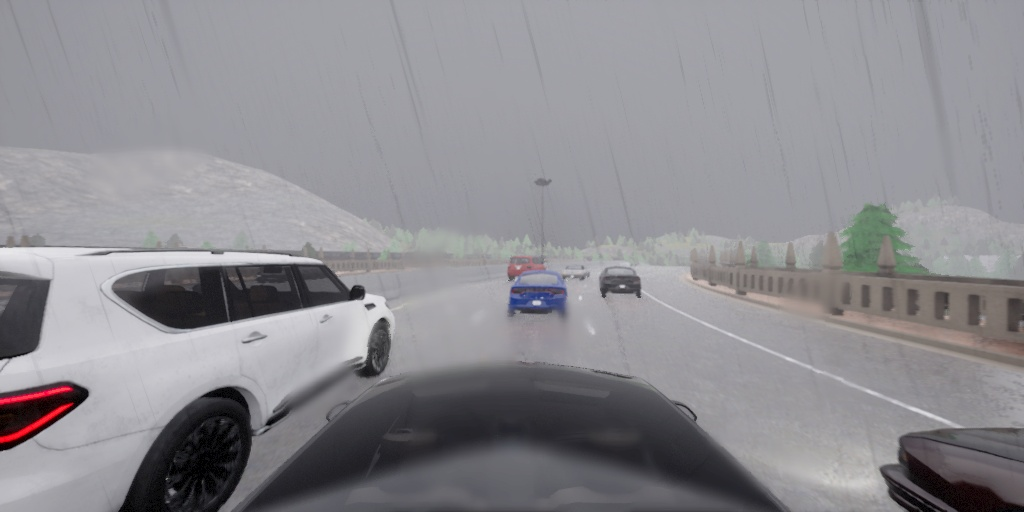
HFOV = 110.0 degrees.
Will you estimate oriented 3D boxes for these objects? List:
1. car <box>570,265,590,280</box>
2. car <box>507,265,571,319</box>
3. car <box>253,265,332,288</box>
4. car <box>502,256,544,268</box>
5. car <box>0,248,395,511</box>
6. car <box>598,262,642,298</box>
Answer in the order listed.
[{"bbox_3d":[5.815,1.431,32.158,1.895,1.301,4.718,0,0,20],"label":"car"},{"bbox_3d":[1.061,1.254,13.145,1.882,1.535,5.008,0,0,7],"label":"car"},{"bbox_3d":[-14.813,1.329,24.569,1.895,1.301,4.718,0,0,13],"label":"car"},{"bbox_3d":[1.306,1.030,29.828,2.150,2.045,5.566,0,0,18],"label":"car"},{"bbox_3d":[-3.261,0.962,4.211,2.150,2.045,5.566,0,0,1],"label":"car"},{"bbox_3d":[5.691,1.285,19.232,1.882,1.535,5.008,0,0,12],"label":"car"}]
